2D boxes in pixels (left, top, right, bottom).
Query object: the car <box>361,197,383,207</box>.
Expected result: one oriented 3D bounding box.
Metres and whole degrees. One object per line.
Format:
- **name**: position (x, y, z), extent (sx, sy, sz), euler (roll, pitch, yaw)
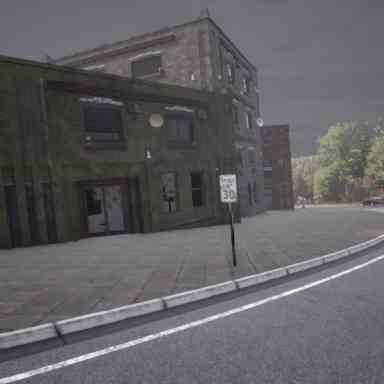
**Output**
- **car**: position (28.690, 1.491, 52.811), extent (1.882, 1.535, 5.008), euler (-5, -2, -1)
